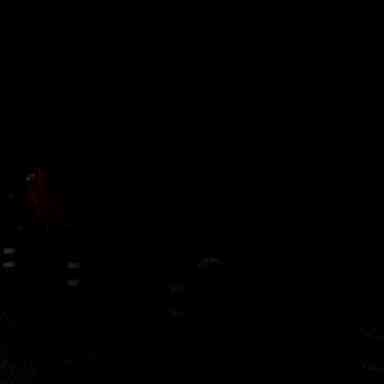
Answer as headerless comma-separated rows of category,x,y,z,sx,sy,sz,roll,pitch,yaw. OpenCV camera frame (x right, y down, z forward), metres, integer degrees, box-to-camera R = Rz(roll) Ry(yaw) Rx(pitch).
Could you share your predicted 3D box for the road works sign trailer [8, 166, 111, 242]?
road works sign trailer,-4.908,0.813,12.149,3.560,2.880,2.380,3,-41,36
